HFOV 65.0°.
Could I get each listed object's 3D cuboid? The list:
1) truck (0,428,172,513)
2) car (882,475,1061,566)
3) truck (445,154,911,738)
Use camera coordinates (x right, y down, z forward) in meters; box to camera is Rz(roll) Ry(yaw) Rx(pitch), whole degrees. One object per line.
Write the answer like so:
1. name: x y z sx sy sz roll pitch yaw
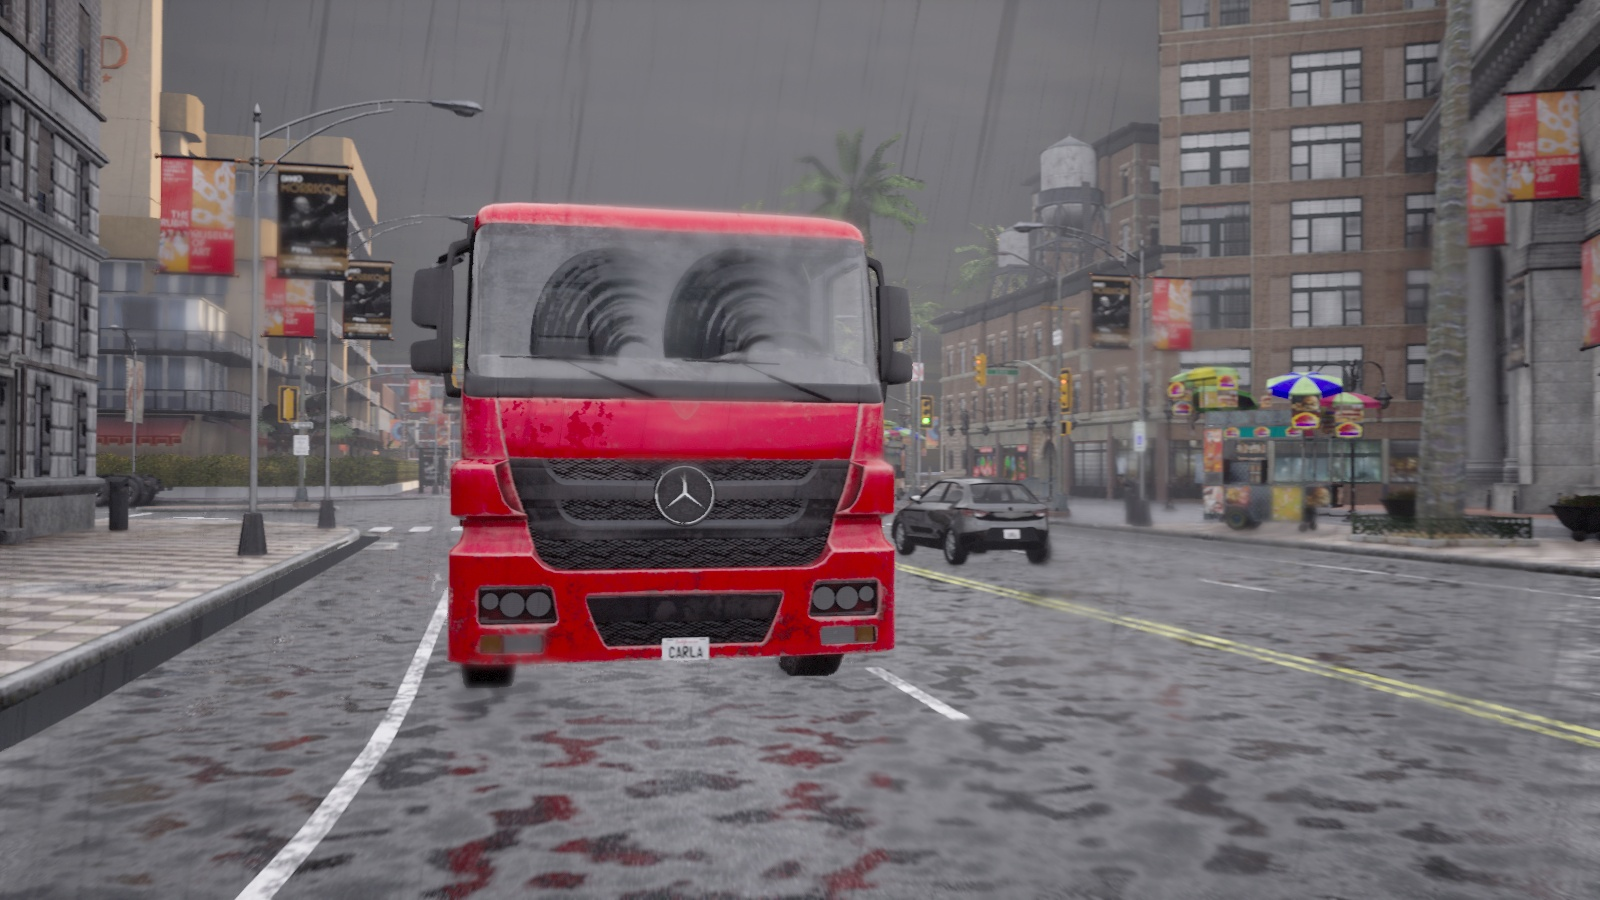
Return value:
1. truck: -31.243 0.877 53.097 7.936 3.462 2.891 0 -1 -14
2. car: 2.976 1.195 22.744 1.816 1.474 4.193 0 -1 -14
3. truck: -1.624 0.036 11.641 2.891 3.462 7.936 0 -1 -14
